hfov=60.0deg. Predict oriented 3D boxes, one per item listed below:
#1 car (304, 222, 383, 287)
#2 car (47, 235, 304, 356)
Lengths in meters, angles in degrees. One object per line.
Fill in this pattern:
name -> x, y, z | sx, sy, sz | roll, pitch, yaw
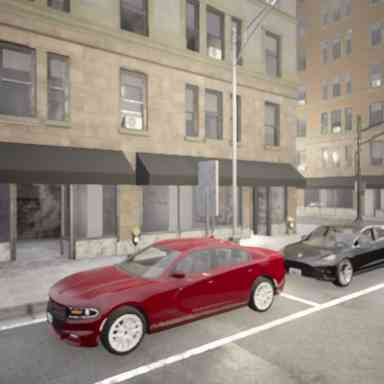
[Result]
car -> 4.250, 1.553, 9.297 | 4.313, 1.339, 1.947 | 0, 0, -36
car -> -0.208, 1.540, 6.058 | 4.507, 1.381, 1.887 | 0, 0, -36
